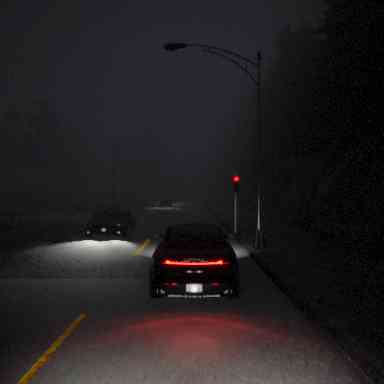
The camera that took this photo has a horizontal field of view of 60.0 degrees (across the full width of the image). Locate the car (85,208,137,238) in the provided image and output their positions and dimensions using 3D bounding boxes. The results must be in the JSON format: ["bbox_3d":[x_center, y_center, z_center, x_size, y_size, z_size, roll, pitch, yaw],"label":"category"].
[{"bbox_3d":[-4.098,1.556,17.369,1.994,1.385,4.181,0,0,0],"label":"car"}]

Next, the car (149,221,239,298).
[{"bbox_3d":[0.059,1.501,8.481,1.837,1.490,4.892,0,0,0],"label":"car"}]

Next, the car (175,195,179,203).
[{"bbox_3d":[-4.042,1.451,64.188,1.882,1.535,5.008,0,0,1],"label":"car"}]

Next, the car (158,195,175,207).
[{"bbox_3d":[-4.090,1.456,51.207,1.882,1.535,5.008,0,0,0],"label":"car"}]
